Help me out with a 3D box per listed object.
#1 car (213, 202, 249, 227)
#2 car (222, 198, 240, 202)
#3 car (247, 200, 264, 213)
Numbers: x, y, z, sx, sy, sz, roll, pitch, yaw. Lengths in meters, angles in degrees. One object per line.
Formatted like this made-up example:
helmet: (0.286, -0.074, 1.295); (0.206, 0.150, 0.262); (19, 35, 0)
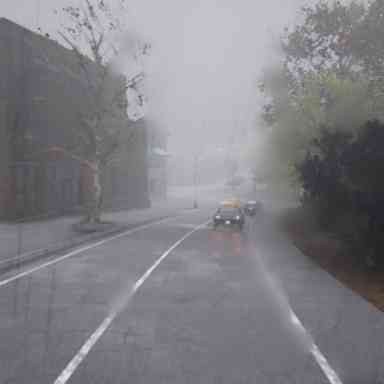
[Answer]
car: (2.681, 1.630, 22.977); (1.895, 1.301, 4.718); (1, 0, 12)
car: (5.027, 1.553, 43.163); (1.882, 1.535, 5.008); (2, 0, 20)
car: (7.263, 1.690, 39.155); (1.812, 1.442, 4.674); (2, 0, 19)
